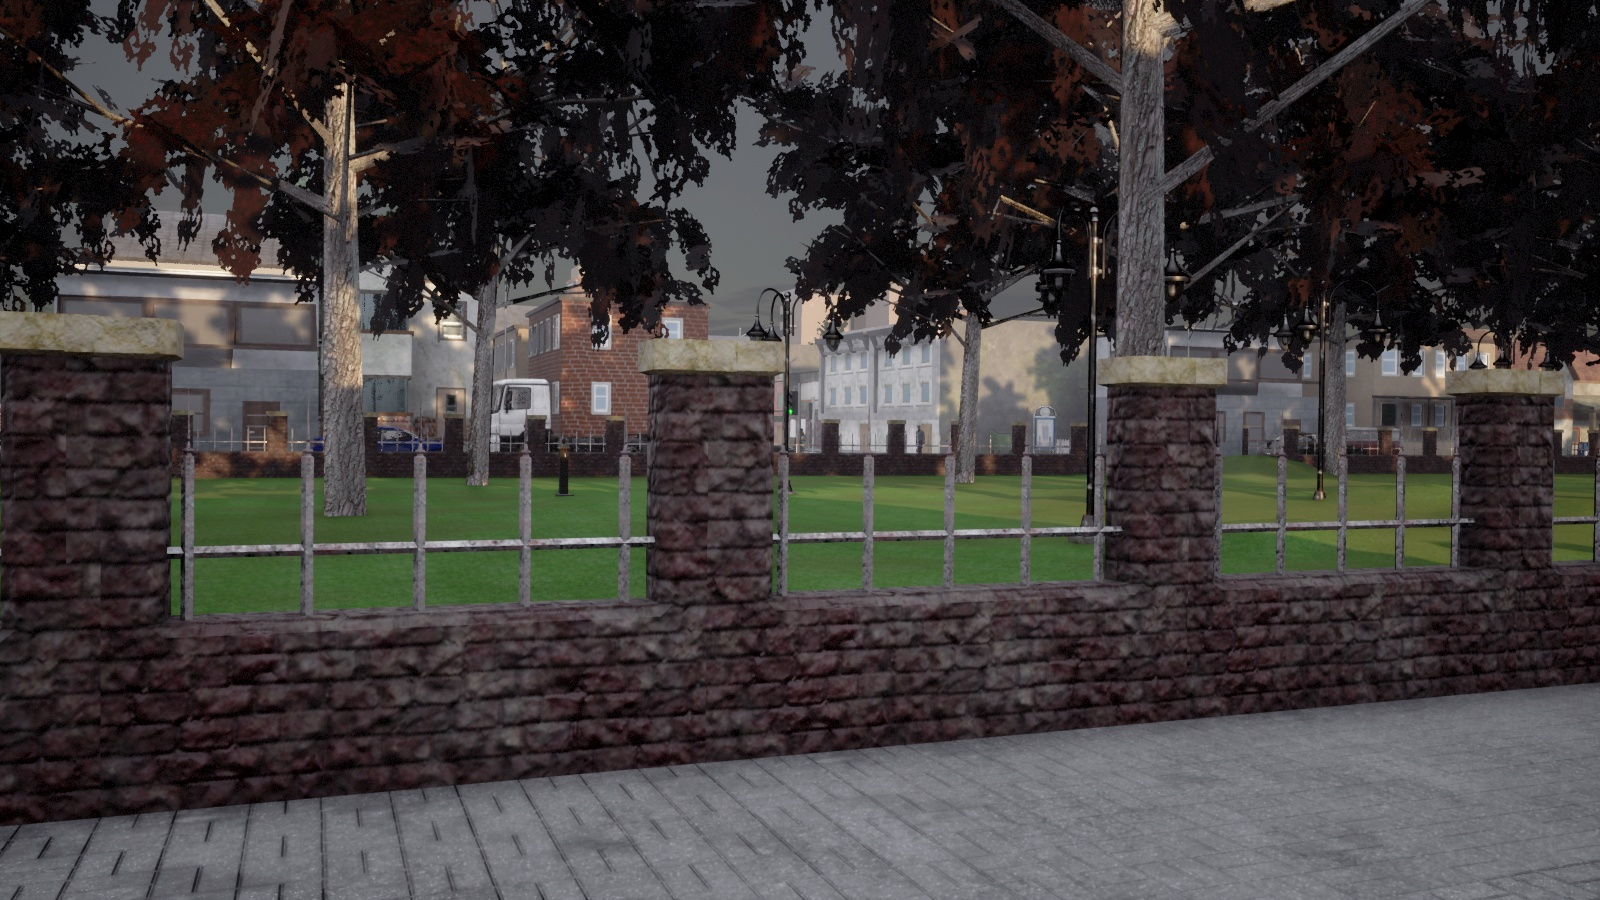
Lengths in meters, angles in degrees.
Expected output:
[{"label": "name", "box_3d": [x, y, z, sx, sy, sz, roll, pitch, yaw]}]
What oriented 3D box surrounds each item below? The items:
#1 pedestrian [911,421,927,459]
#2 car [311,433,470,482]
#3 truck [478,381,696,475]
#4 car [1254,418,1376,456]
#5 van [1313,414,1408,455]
[{"label": "pedestrian", "box_3d": [6.076, -0.520, 64.037, 0.423, 1.949, 0.788, 0, 1, 44]}, {"label": "car", "box_3d": [-13.905, 0.232, 42.686, 5.008, 1.535, 1.882, -1, 1, -22]}, {"label": "truck", "box_3d": [-8.309, -0.893, 49.130, 7.936, 3.462, 2.891, -1, 1, -22]}, {"label": "car", "box_3d": [23.424, -0.606, 57.142, 5.027, 1.651, 2.152, -1, 1, -22]}, {"label": "van", "box_3d": [28.271, -0.785, 63.343, 4.442, 1.987, 1.775, -1, 1, -21]}]
